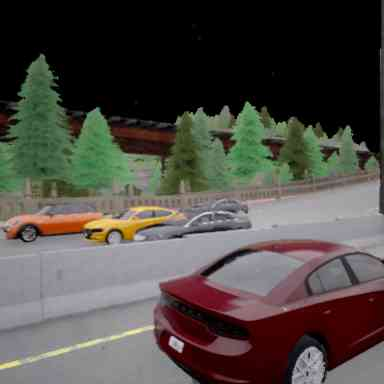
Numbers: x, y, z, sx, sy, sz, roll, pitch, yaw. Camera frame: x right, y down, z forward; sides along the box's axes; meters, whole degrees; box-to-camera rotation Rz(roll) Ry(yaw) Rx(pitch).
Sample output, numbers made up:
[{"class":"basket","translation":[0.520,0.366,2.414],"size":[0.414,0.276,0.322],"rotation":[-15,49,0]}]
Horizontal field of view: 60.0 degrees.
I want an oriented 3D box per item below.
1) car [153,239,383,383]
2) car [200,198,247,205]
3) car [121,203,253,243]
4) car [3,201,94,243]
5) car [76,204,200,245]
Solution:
[{"class":"car","translation":[1.838,1.465,5.060],"size":[5.008,1.535,1.882],"rotation":[-1,1,-36]},{"class":"car","translation":[1.670,1.181,22.268],"size":[4.902,1.511,2.128],"rotation":[-3,2,-36]},{"class":"car","translation":[0.158,1.428,12.613],"size":[4.902,1.511,2.128],"rotation":[-1,1,-35]},{"class":"car","translation":[-6.640,1.345,16.330],"size":[4.553,1.767,2.097],"rotation":[-1,0,-36]},{"class":"car","translation":[-2.333,1.426,15.106],"size":[5.008,1.535,1.882],"rotation":[-1,1,-36]}]
